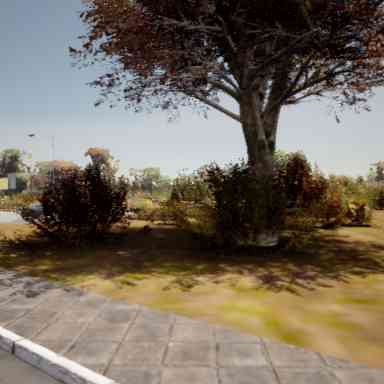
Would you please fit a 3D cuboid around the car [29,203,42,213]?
[{"bbox_3d":[-14.154,1.811,32.551,1.837,1.490,4.892,-1,0,33],"label":"car"}]

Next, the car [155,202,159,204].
[{"bbox_3d":[-4.706,1.955,59.801,2.033,1.411,5.357,-1,0,34],"label":"car"}]

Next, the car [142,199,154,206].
[{"bbox_3d":[-9.372,1.916,59.126,1.882,1.535,5.008,-1,-1,34],"label":"car"}]
